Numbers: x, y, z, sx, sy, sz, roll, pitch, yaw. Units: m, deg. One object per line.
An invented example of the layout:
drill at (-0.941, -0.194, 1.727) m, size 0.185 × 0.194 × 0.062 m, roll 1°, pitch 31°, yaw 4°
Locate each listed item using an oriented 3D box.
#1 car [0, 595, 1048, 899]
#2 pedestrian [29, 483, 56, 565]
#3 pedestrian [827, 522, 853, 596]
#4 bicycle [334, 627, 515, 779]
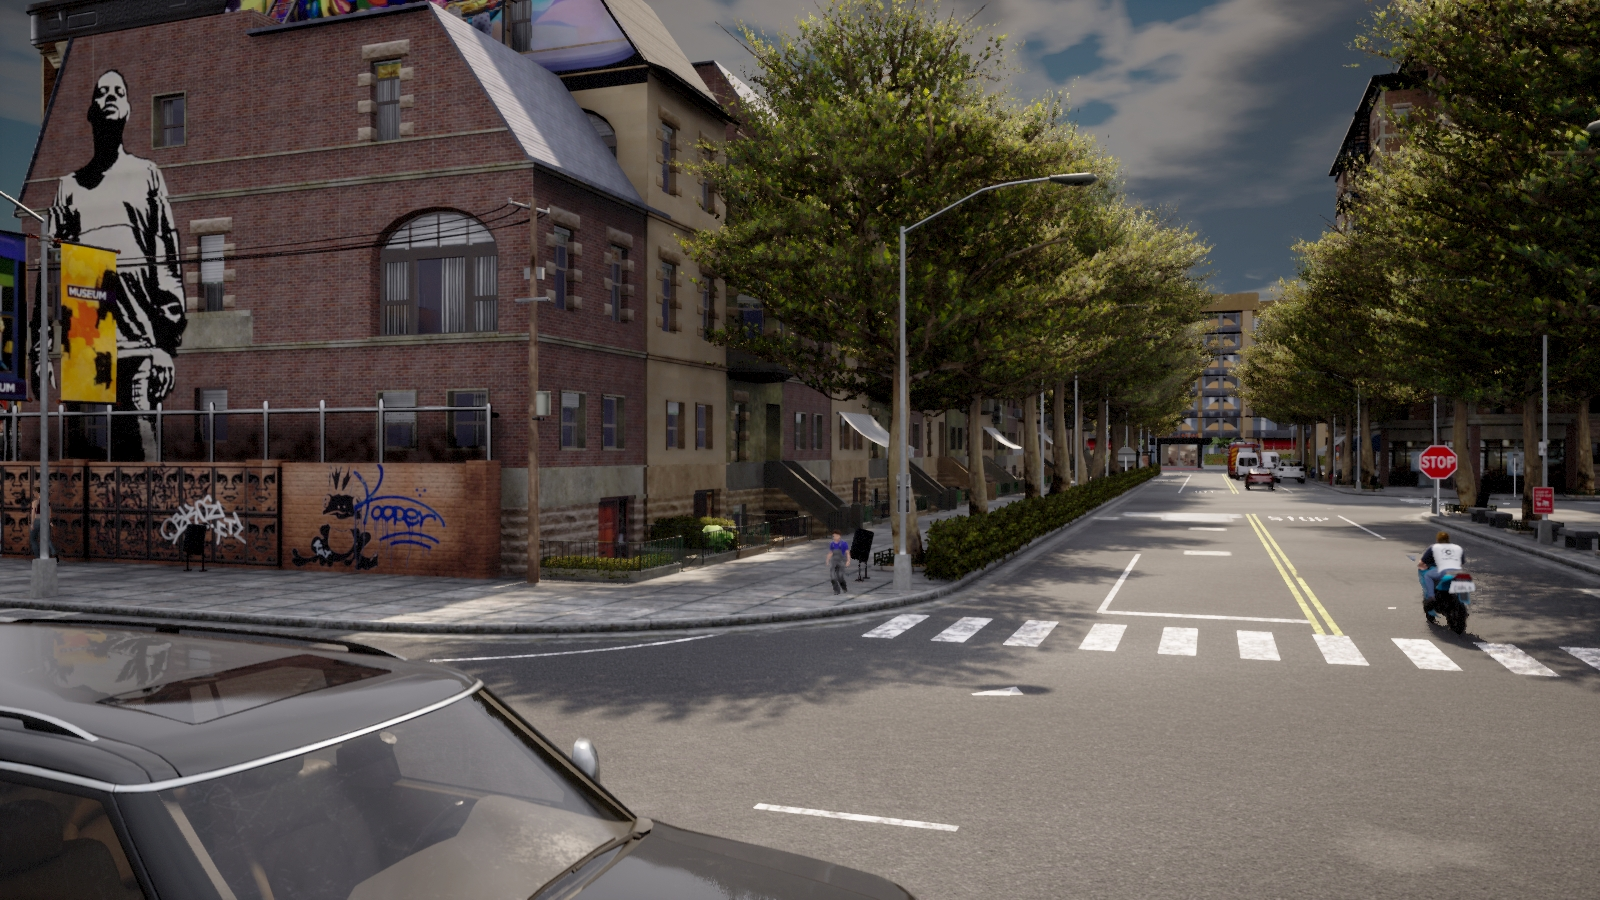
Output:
car at (-2.101, 1.784, 4.031) m, size 5.566 × 2.045 × 2.150 m, roll 0°, pitch 0°, yaw 20°
pedestrian at (-17.502, 1.706, 26.397) m, size 0.375 × 1.860 × 0.375 m, roll 0°, pitch 0°, yaw 22°
pedestrian at (0.730, 1.979, 20.810) m, size 0.375 × 1.300 × 0.375 m, roll 0°, pitch 0°, yaw 22°
bicycle at (-3.401, 2.260, 10.394) m, size 1.487 × 1.080 × 0.859 m, roll -1°, pitch 0°, yaw -18°
